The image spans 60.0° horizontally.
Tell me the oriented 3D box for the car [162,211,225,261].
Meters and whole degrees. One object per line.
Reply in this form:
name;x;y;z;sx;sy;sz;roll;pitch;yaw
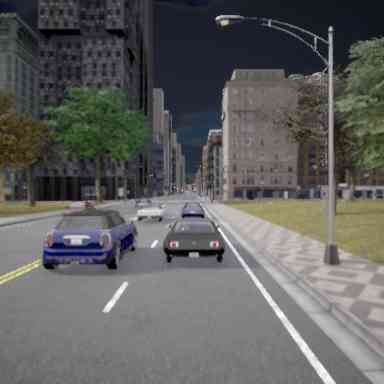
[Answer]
car;0.080;1.608;12.202;1.895;1.301;4.718;0;0;0

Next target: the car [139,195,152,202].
car;-9.764;1.424;70.140;2.033;1.411;5.357;0;0;0

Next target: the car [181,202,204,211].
car;0.081;1.586;29.385;1.994;1.385;4.181;0;0;0

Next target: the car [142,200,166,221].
car;-3.174;1.621;27.158;1.895;1.301;4.718;0;0;0

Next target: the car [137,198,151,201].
car;-6.594;1.537;45.046;2.128;1.511;4.902;0;0;0

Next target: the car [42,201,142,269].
car;-3.177;1.362;11.269;2.097;1.767;4.553;0;0;0
